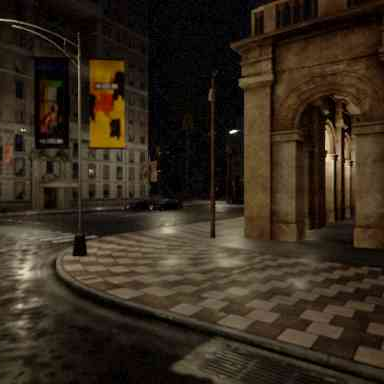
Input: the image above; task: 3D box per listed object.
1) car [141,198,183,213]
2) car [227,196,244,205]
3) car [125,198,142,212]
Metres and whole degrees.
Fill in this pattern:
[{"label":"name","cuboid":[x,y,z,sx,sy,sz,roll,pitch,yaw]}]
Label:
[{"label":"car","cuboid":[-2.930,1.484,37.347,2.128,1.511,4.902,0,0,36]},{"label":"car","cuboid":[7.990,1.485,58.384,2.128,1.511,4.902,0,0,36]},{"label":"car","cuboid":[-5.787,1.483,39.368,2.128,1.511,4.902,0,0,36]}]
